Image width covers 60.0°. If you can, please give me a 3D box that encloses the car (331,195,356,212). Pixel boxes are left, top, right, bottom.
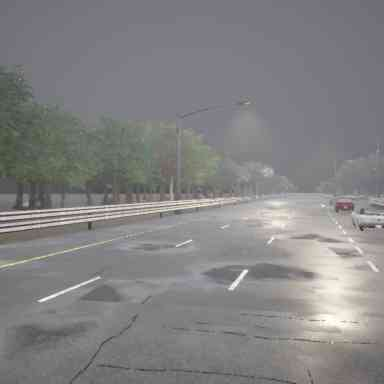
[{"bbox_3d":[17.367,1.475,38.129,1.882,1.535,5.008,0,0,20],"label":"car"}]

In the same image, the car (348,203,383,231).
[{"bbox_3d":[10.998,1.599,20.327,1.895,1.301,4.718,0,0,20],"label":"car"}]
